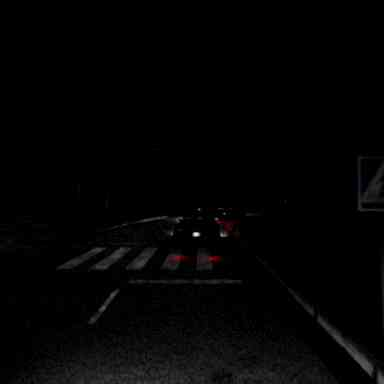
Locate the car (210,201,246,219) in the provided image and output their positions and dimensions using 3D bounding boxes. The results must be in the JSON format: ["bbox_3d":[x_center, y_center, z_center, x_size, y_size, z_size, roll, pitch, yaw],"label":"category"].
[{"bbox_3d":[3.738,1.682,31.029,2.128,1.511,4.902,-1,-1,22],"label":"car"}]

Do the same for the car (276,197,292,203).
[{"bbox_3d":[18.899,1.783,70.410,2.097,1.767,4.553,1,-1,-34],"label":"car"}]

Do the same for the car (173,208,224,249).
[{"bbox_3d":[0.276,1.653,15.098,1.994,1.385,4.181,0,0,3],"label":"car"}]

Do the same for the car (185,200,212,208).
[{"bbox_3d":[0.868,1.579,33.510,2.097,1.767,4.553,0,-1,26],"label":"car"}]
